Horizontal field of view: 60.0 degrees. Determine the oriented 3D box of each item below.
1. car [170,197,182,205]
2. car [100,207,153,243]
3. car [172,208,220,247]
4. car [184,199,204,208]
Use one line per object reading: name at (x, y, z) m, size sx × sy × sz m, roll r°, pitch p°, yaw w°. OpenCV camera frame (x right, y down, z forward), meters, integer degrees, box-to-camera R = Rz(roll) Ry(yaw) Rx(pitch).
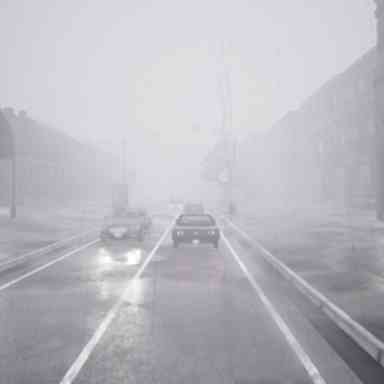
car at (-2.813, 1.477, 57.938) m, size 1.895 × 1.301 × 4.718 m, roll 0°, pitch 1°, yaw 1°
car at (-3.038, 1.500, 16.137) m, size 2.128 × 1.511 × 4.902 m, roll 0°, pitch 0°, yaw 0°
car at (0.158, 1.609, 15.016) m, size 1.895 × 1.301 × 4.718 m, roll 0°, pitch 0°, yaw 0°
car at (0.231, 1.486, 33.387) m, size 1.882 × 1.535 × 5.008 m, roll 0°, pitch 0°, yaw 0°
